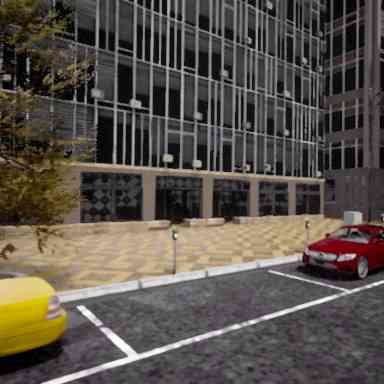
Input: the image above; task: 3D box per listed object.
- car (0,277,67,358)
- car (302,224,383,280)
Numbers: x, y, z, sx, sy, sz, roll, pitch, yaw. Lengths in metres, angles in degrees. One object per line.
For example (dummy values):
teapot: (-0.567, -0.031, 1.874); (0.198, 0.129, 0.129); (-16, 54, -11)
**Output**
car: (-4.002, 1.514, 3.695); (4.829, 1.417, 1.752); (1, 0, -35)
car: (5.188, 1.677, 10.251); (4.206, 1.307, 1.802); (1, 0, -35)
